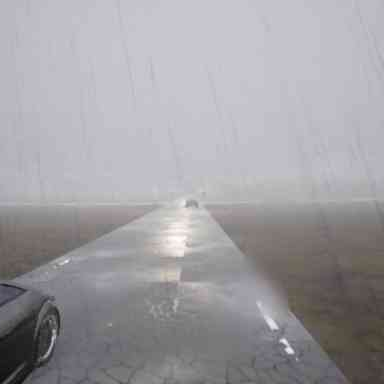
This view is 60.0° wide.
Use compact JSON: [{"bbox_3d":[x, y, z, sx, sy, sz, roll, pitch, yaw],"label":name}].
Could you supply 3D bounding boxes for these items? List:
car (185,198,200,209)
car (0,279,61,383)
[{"bbox_3d":[0.009,1.562,47.671,1.837,1.490,4.892,0,1,0],"label":"car"},{"bbox_3d":[-2.837,1.575,2.996,1.994,1.385,4.181,0,0,0],"label":"car"}]
